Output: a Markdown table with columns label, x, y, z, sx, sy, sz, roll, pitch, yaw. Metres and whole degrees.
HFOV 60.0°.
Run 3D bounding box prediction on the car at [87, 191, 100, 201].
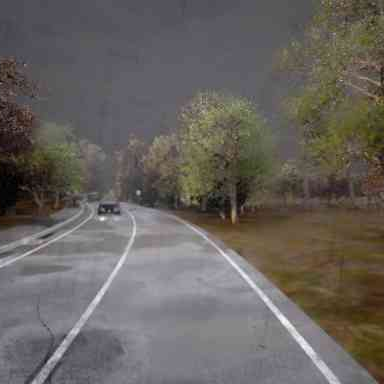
| label | x | y | z | sx | sy | sz | roll | pitch | yaw |
| --- | --- | --- | --- | --- | --- | --- | --- | --- | --- |
| car | -20.419 | 0.810 | 68.803 | 2.150 | 2.045 | 5.566 | 1 | 0 | -20 |

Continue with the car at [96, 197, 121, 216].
| label | x | y | z | sx | sy | sz | roll | pitch | yaw |
| --- | --- | --- | --- | --- | --- | --- | --- | --- | --- |
| car | -7.561 | 1.437 | 30.533 | 1.994 | 1.385 | 4.181 | 1 | 0 | -14 |
